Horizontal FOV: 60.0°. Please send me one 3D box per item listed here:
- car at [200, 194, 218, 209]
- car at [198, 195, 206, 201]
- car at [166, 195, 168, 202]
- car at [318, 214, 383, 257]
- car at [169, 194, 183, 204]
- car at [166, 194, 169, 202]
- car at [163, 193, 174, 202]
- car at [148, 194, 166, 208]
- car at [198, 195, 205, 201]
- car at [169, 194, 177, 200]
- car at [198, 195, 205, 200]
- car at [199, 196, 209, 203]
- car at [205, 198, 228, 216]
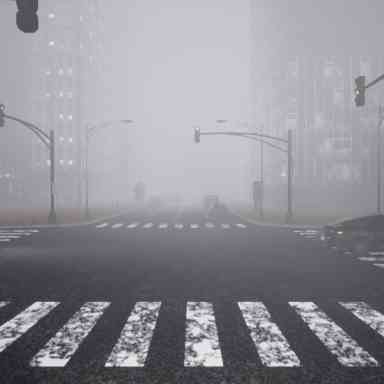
[{"bbox_3d":[2.531,1.297,43.152,2.192,1.841,5.009,-1,0,0],"label":"car"},{"bbox_3d":[2.539,1.536,81.824,1.802,1.307,4.206,-1,0,0],"label":"car"},{"bbox_3d":[-5.336,1.557,54.175,1.802,1.307,4.206,-1,0,0],"label":"car"},{"bbox_3d":[7.197,1.556,12.502,4.674,1.442,1.812,0,1,0],"label":"car"},{"bbox_3d":[-2.762,1.320,64.366,2.097,1.767,4.553,0,0,0],"label":"car"},{"bbox_3d":[-5.341,1.403,70.748,1.967,1.590,4.097,-1,0,0],"label":"car"},{"bbox_3d":[-5.344,1.273,76.273,2.192,1.841,5.009,-1,0,0],"label":"car"},{"bbox_3d":[-5.337,1.419,48.650,1.967,1.590,4.097,-1,0,0],"label":"car"},{"bbox_3d":[2.537,1.474,87.518,1.752,1.417,4.829,-1,0,0],"label":"car"},{"bbox_3d":[-5.345,1.384,92.846,1.967,1.590,4.097,-1,0,0],"label":"car"},{"bbox_3d":[2.536,1.489,92.873,1.887,1.381,4.507,-1,0,0],"label":"car"},{"bbox_3d":[2.541,1.508,70.774,1.887,1.381,4.507,-1,0,0],"label":"car"},{"bbox_3d":[2.516,1.569,32.102,1.802,1.307,4.206,-1,0,0],"label":"car"}]
